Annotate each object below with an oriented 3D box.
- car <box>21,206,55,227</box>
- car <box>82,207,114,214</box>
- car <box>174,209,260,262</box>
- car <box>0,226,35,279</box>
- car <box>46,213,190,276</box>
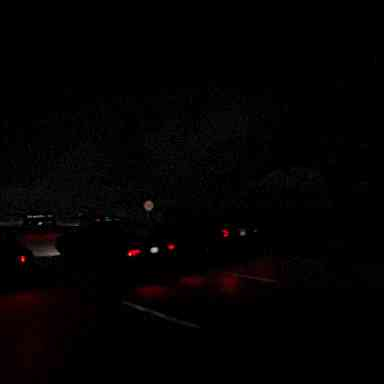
[{"bbox_3d":[-10.262,1.693,22.238,2.128,1.511,4.902,0,0,-27],"label":"car"},{"bbox_3d":[-6.259,1.730,22.058,2.033,1.411,5.357,0,0,-28],"label":"car"},{"bbox_3d":[0.266,1.432,12.767,2.097,1.767,4.553,0,-1,-43],"label":"car"},{"bbox_3d":[-6.133,1.708,9.514,1.895,1.301,4.718,0,0,-40],"label":"car"},{"bbox_3d":[-2.684,1.637,10.819,2.033,1.411,5.357,0,0,-42],"label":"car"}]
